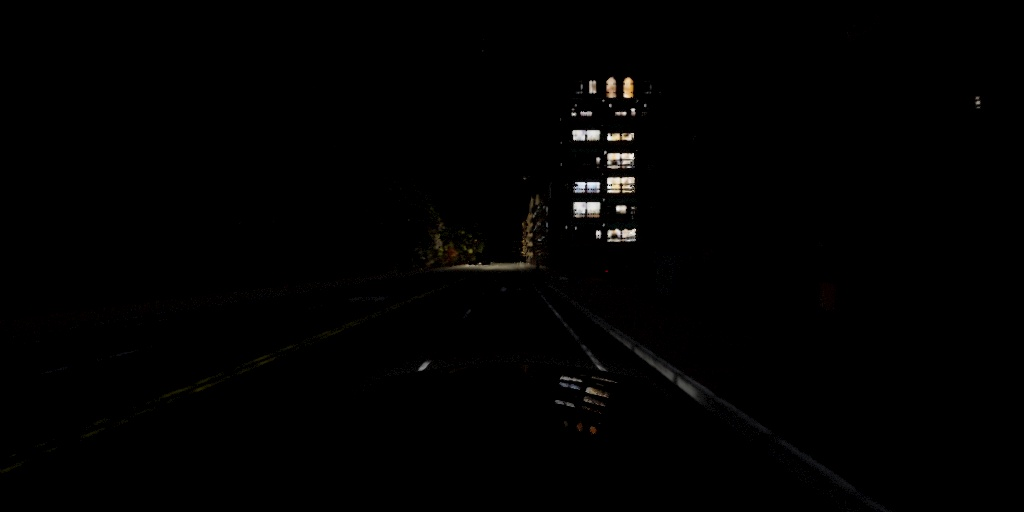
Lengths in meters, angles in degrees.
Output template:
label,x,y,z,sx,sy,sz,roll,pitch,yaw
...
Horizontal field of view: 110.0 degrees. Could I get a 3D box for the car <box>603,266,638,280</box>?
label,x,y,z,sx,sy,sz,roll,pitch,yaw
car,12.196,1.809,38.043,4.892,1.490,1.837,1,-1,0
